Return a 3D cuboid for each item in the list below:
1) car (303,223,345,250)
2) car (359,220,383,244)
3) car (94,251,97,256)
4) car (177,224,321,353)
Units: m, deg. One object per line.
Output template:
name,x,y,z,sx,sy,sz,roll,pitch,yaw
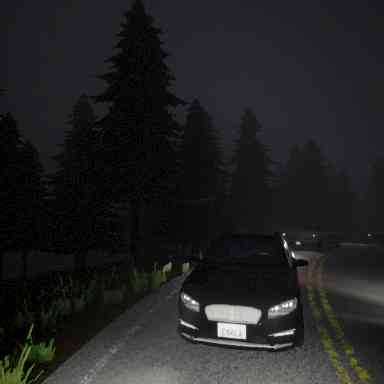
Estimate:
car,6.496,2.307,17.689,1.895,1.301,4.718,-3,-6,39
car,15.832,3.223,26.452,5.566,2.045,2.150,8,-8,-28
car,-20.261,13.649,72.972,4.181,1.381,1.994,-2,-5,31
car,1.133,1.561,6.602,2.128,1.511,4.902,-1,-2,15
